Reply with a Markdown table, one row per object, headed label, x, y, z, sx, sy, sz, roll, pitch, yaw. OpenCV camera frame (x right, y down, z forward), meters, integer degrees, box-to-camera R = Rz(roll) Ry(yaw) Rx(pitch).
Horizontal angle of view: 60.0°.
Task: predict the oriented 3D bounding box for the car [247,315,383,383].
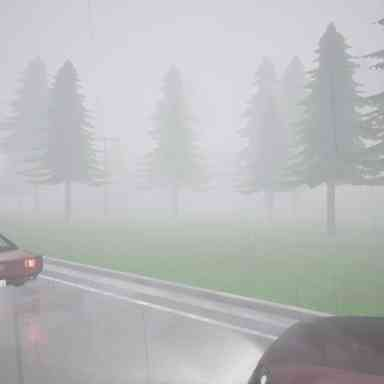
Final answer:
| label | x | y | z | sx | sy | sz | roll | pitch | yaw |
| --- | --- | --- | --- | --- | --- | --- | --- | --- | --- |
| car | 2.458 | 1.564 | 2.239 | 4.181 | 1.385 | 1.994 | 0 | 0 | 36 |

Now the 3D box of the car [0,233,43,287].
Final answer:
| label | x | y | z | sx | sy | sz | roll | pitch | yaw |
| --- | --- | --- | --- | --- | --- | --- | --- | --- | --- |
| car | -5.751 | 1.600 | 8.085 | 4.718 | 1.301 | 1.895 | 0 | 0 | 35 |
